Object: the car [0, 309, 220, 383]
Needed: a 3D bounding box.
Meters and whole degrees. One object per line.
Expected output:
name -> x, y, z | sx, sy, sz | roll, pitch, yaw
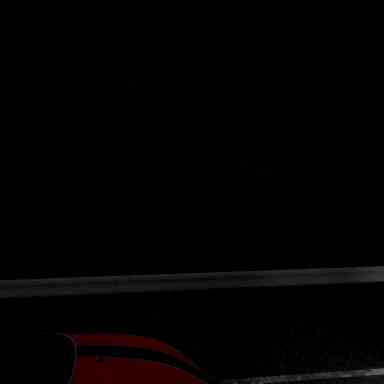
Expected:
car -> -1.835, 1.352, 1.684 | 4.553, 1.767, 2.097 | 0, 0, -7
